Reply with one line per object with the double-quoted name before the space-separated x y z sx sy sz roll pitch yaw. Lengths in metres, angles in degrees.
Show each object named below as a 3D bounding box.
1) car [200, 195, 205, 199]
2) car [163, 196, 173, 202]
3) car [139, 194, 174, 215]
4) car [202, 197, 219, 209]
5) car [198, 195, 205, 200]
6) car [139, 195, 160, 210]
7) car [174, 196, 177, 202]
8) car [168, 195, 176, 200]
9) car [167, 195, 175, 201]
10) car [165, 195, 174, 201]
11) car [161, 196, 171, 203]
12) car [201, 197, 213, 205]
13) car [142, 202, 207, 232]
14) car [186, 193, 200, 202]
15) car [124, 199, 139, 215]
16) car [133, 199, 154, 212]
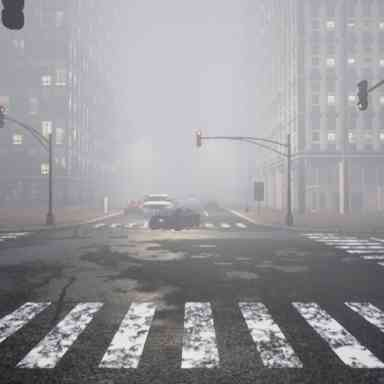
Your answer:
"car" 2.706 1.543 56.269 1.752 1.417 4.829 1 0 0
"car" -5.674 1.576 78.333 2.008 1.369 4.403 1 0 0
"car" -3.097 1.231 30.297 2.150 2.045 5.566 0 0 0
"car" 2.704 1.596 44.944 1.802 1.307 4.206 1 0 0
"car" 2.707 1.577 95.140 1.887 1.381 4.507 1 0 0
"car" -5.670 1.329 44.882 2.192 1.841 5.009 1 0 0
"car" -3.096 1.538 40.219 1.812 1.442 4.674 0 0 0
"car" -5.674 1.598 95.059 1.947 1.339 4.313 1 0 0
"car" -5.673 1.581 89.483 2.008 1.369 4.403 1 0 0
"car" -5.674 1.572 83.908 1.887 1.381 4.507 1 0 0
"car" -5.674 1.568 72.758 1.887 1.381 4.507 1 0 0
"car" 2.706 1.586 61.677 1.947 1.339 4.313 1 0 0
"car" -0.930 1.570 20.487 1.994 1.385 4.181 0 0 24
"car" 0.102 1.241 61.126 2.150 2.045 5.566 0 0 0
"car" -5.673 1.450 33.732 1.967 1.590 4.097 1 0 0
"car" -5.676 1.594 39.307 1.802 1.307 4.206 1 0 0
